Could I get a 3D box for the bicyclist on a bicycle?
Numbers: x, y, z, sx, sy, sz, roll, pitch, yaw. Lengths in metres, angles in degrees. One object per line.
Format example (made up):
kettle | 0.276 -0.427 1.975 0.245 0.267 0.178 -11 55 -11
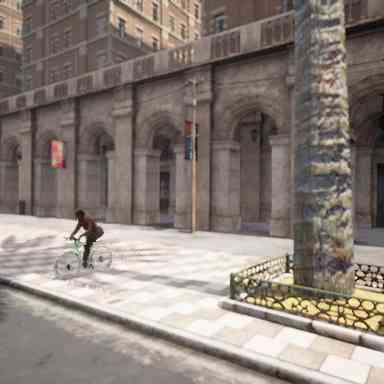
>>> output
bicyclist on a bicycle | -2.594 1.256 8.121 0.582 1.620 1.656 0 1 35
